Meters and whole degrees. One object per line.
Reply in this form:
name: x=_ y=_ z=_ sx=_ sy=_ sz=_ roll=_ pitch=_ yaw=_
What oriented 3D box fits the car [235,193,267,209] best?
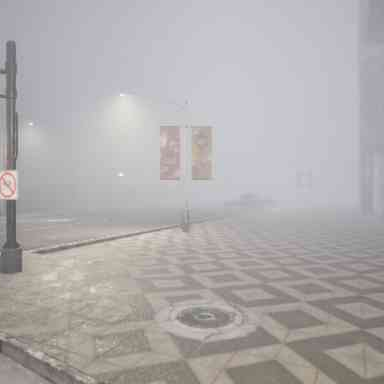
car: x=8.202 y=1.189 z=45.830 sx=2.150 sy=2.045 sz=5.566 roll=0 pitch=0 yaw=26

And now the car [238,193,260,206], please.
car: x=9.811 y=1.183 z=56.612 sx=2.150 sy=2.045 sz=5.566 roll=0 pitch=0 yaw=26

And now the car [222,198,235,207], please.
car: x=6.150 y=1.571 z=49.048 sx=1.895 sy=1.301 sz=4.718 roll=0 pitch=0 yaw=27

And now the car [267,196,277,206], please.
car: x=12.719 y=1.449 z=55.159 sx=2.128 sy=1.511 sz=4.902 roll=0 pitch=0 yaw=26
